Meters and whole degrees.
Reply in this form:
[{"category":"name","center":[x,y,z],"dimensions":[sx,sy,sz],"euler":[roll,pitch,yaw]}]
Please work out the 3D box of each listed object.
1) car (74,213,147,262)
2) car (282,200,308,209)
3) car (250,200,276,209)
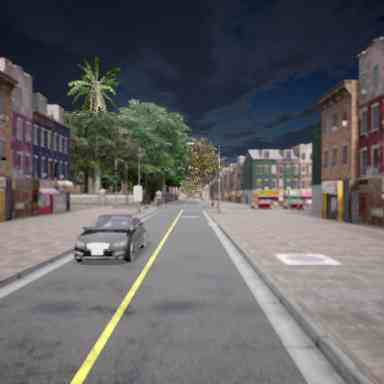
[{"category":"car","center":[-2.851,1.576,12.482],"dimensions":[2.128,1.511,4.902],"euler":[0,0,0]},{"category":"car","center":[17.266,2.089,55.908],"dimensions":[4.097,1.590,1.967],"euler":[1,0,0]},{"category":"car","center":[11.832,2.027,55.909],"dimensions":[4.097,1.590,1.967],"euler":[1,0,0]}]
